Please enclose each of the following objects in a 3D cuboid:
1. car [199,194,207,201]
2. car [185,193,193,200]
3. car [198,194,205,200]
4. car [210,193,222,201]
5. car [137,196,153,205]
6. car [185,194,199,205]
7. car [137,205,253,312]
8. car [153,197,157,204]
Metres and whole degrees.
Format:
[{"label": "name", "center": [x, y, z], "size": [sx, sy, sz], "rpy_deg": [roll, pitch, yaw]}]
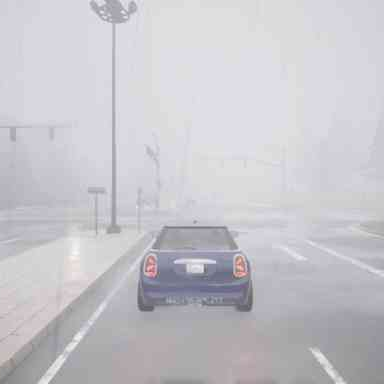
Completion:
[{"label": "car", "center": [2.852, 1.513, 85.279], "size": [1.812, 1.442, 4.674], "rpy_deg": [0, 0, -1]}, {"label": "car", "center": [-0.812, 1.189, 95.577], "size": [2.150, 2.045, 5.566], "rpy_deg": [0, 0, -1]}, {"label": "car", "center": [2.688, 1.442, 95.603], "size": [1.882, 1.535, 5.008], "rpy_deg": [0, 0, -1]}, {"label": "car", "center": [6.357, 1.215, 85.008], "size": [2.150, 2.045, 5.566], "rpy_deg": [0, 0, -1]}, {"label": "car", "center": [-8.282, 1.505, 57.059], "size": [1.837, 1.490, 4.892], "rpy_deg": [0, 0, -1]}, {"label": "car", "center": [-0.161, 1.526, 54.717], "size": [1.812, 1.442, 4.674], "rpy_deg": [0, 0, -1]}, {"label": "car", "center": [0.071, 1.352, 7.897], "size": [2.097, 1.767, 4.553], "rpy_deg": [0, 0, 0]}, {"label": "car", "center": [-8.370, 1.505, 66.268], "size": [1.837, 1.490, 4.892], "rpy_deg": [0, 0, 0]}]
